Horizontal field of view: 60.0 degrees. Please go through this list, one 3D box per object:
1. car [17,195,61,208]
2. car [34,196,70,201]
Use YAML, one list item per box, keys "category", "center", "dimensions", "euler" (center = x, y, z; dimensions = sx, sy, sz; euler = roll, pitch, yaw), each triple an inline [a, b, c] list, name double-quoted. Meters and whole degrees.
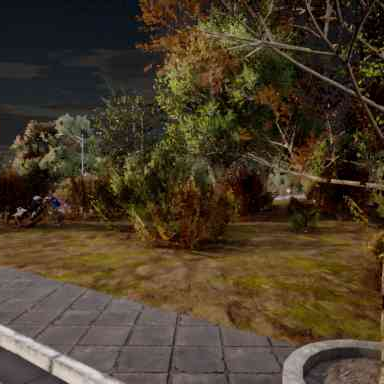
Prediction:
- category: "car"
  center: [-20.030, 1.224, 43.825]
  dimensions: [1.882, 1.535, 5.008]
  euler: [0, 0, 32]
- category: "car"
  center: [-17.513, 1.249, 41.250]
  dimensions: [1.882, 1.535, 5.008]
  euler: [0, 0, 32]
